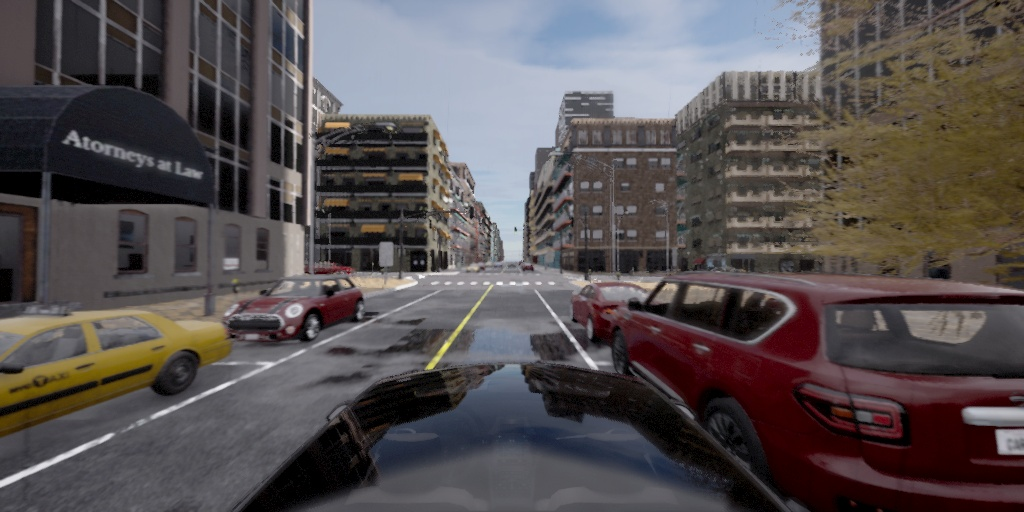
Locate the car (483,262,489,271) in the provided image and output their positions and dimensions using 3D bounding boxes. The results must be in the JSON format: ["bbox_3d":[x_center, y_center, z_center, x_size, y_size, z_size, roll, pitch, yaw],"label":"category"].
[{"bbox_3d":[-5.694,1.868,64.408,1.888,1.381,4.507,0,0,0],"label":"car"}]

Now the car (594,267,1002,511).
[{"bbox_3d":[2.692,1.088,4.277,2.192,1.841,5.009,0,0,0],"label":"car"}]

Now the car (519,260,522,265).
[{"bbox_3d":[2.687,1.763,64.394,1.967,1.591,4.097,0,0,0],"label":"car"}]

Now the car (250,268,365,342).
[{"bbox_3d":[-5.689,1.263,9.837,1.967,1.591,4.097,0,0,0],"label":"car"}]

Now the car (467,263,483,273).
[{"bbox_3d":[-5.692,1.746,53.191,1.751,1.417,4.829,0,0,0],"label":"car"}]

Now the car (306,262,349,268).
[{"bbox_3d":[-17.264,1.304,34.221,4.507,1.381,1.888,0,0,0],"label":"car"}]

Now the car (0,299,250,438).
[{"bbox_3d":[-5.689,1.298,4.108,1.751,1.417,4.829,0,0,0],"label":"car"}]

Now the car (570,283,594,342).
[{"bbox_3d":[2.691,1.369,9.837,1.888,1.381,4.507,0,0,0],"label":"car"}]

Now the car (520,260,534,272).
[{"bbox_3d":[2.688,1.817,58.871,1.888,1.381,4.507,0,0,0],"label":"car"}]
